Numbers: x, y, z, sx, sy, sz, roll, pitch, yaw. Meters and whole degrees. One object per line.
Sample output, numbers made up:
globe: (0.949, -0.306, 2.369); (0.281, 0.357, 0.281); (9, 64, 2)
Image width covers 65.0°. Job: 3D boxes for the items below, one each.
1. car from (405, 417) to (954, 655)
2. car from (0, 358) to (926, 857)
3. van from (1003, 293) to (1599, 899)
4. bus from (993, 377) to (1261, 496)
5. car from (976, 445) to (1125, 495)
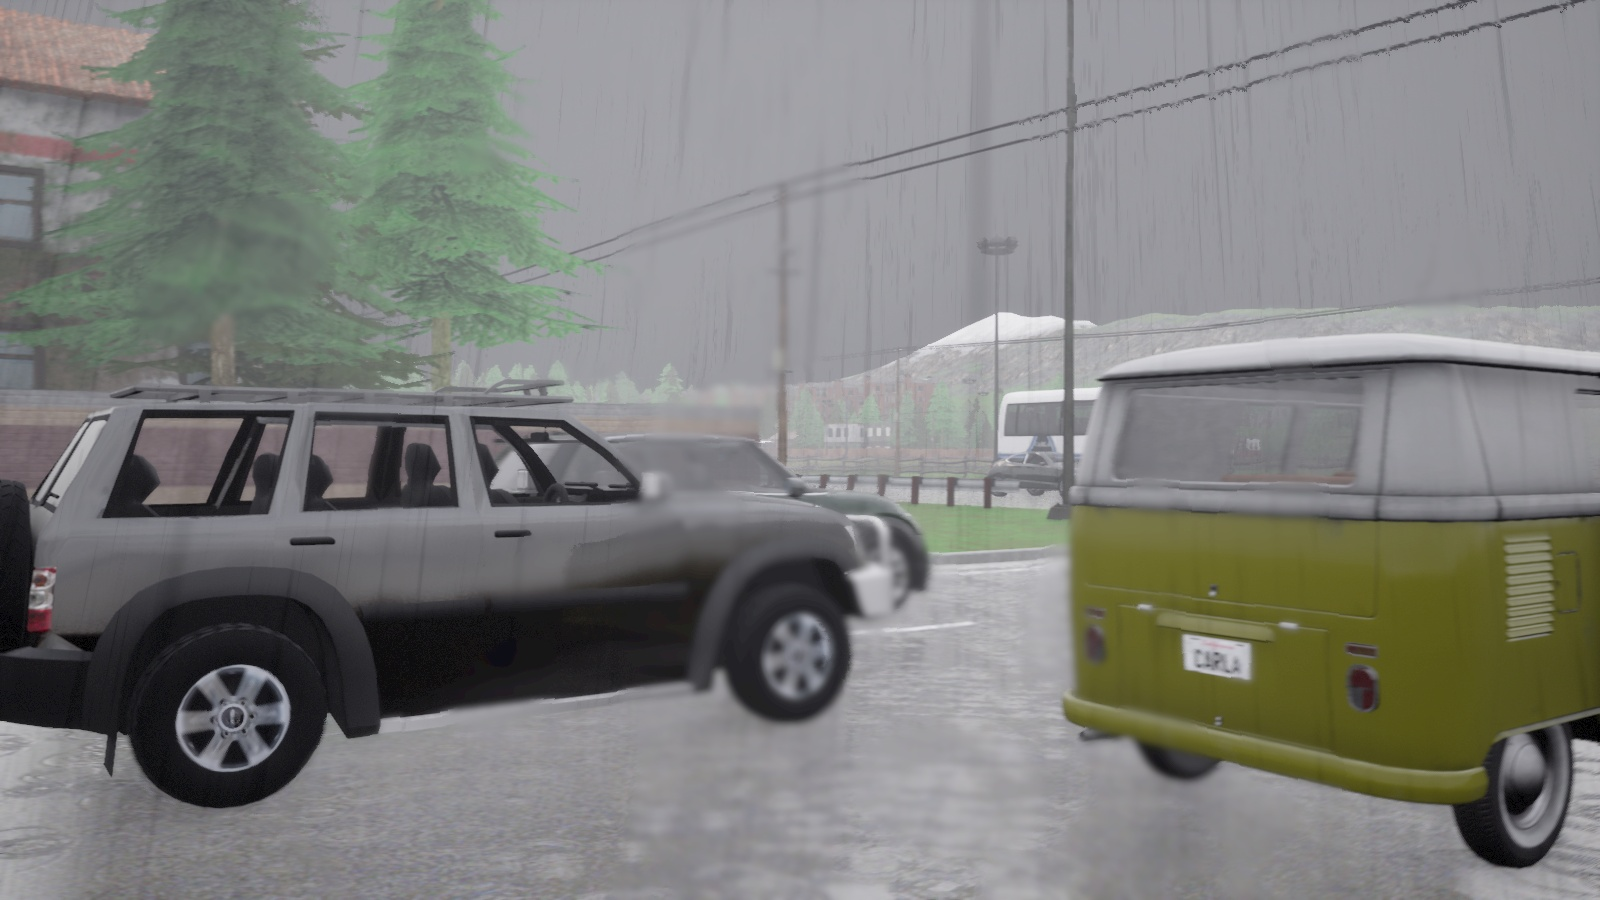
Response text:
car: (-1.005, 0.642, 11.489); (4.553, 1.767, 2.097); (0, 0, -35)
car: (-1.716, 0.586, 6.730); (4.605, 1.855, 1.932); (0, 0, -35)
van: (3.193, 0.514, 5.881); (4.442, 1.987, 1.775); (0, 0, -35)
bus: (12.821, -0.472, 50.486); (3.944, 4.253, 10.273); (0, 0, -35)
car: (8.719, 0.665, 44.158); (2.152, 1.651, 5.027); (0, 0, -35)
